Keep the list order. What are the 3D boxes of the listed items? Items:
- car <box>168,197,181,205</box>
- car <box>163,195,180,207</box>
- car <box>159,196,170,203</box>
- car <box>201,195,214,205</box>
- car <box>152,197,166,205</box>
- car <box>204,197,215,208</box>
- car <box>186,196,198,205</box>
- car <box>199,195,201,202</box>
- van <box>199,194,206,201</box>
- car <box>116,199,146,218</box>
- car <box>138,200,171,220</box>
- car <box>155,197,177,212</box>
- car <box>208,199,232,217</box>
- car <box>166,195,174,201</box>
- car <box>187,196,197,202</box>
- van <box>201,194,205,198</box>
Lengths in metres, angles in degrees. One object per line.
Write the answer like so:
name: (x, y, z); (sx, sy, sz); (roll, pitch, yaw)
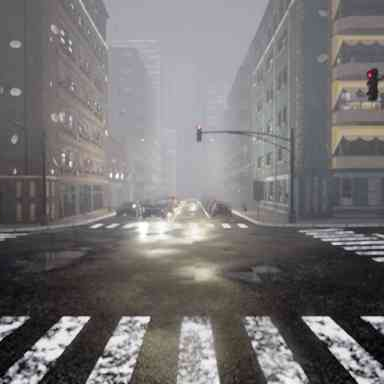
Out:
car: (-3.019, 1.532, 58.100); (2.033, 1.411, 5.357); (0, 0, 0)
car: (-3.071, 1.336, 47.563); (2.097, 1.767, 4.553); (0, 0, 0)
car: (-5.720, 1.568, 69.170); (1.802, 1.307, 4.206); (0, 0, 0)
car: (2.668, 1.529, 47.066); (1.887, 1.381, 4.507); (0, 0, 0)
car: (-5.717, 1.529, 58.123); (1.887, 1.381, 4.507); (0, 0, 0)
car: (2.672, 1.551, 36.019); (1.947, 1.339, 4.313); (0, 0, 0)
car: (-0.021, 1.510, 59.951); (1.812, 1.442, 4.674); (0, 0, 0)
car: (2.664, 1.551, 58.113); (1.947, 1.339, 4.313); (0, 0, 0)
van: (2.653, 1.333, 85.731); (1.690, 1.788, 3.998); (-1, 0, 0)
car: (-5.707, 1.552, 30.505); (1.947, 1.339, 4.313); (0, 0, 0)
car: (-3.090, 1.587, 28.352); (1.895, 1.301, 4.718); (0, 0, -1)
car: (-3.108, 1.549, 37.513); (1.994, 1.385, 4.181); (0, 0, 0)
car: (2.674, 1.568, 30.496); (1.802, 1.307, 4.206); (0, 0, 0)
car: (-5.727, 1.517, 85.570); (1.752, 1.417, 4.829); (0, 0, 0)
car: (-0.023, 1.414, 69.986); (1.895, 1.301, 4.718); (0, 0, 0)
van: (2.664, 1.325, 52.589); (1.690, 1.788, 3.998); (0, 0, 0)
